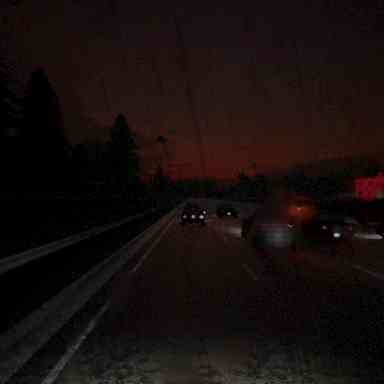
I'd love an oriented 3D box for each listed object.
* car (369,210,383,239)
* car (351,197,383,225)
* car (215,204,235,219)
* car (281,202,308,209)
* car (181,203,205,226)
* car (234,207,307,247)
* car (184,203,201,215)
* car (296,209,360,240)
[{"bbox_3d":[10.592,1.739,15.043,2.033,1.411,5.357,0,-1,0],"label":"car"},{"bbox_3d":[14.087,1.527,24.032,2.150,2.045,5.566,0,-1,0],"label":"car"},{"bbox_3d":[3.580,1.964,34.613,1.812,1.442,4.674,0,-1,0],"label":"car"},{"bbox_3d":[10.582,1.794,34.892,2.097,1.767,4.553,0,-1,0],"label":"car"},{"bbox_3d":[0.085,1.882,26.484,2.033,1.411,5.357,0,-1,0],"label":"car"},{"bbox_3d":[3.591,1.698,16.214,2.128,1.511,4.902,0,-1,0],"label":"car"},{"bbox_3d":[0.077,2.095,42.039,1.994,1.385,4.181,0,-1,0],"label":"car"},{"bbox_3d":[7.089,1.836,18.490,1.895,1.301,4.718,0,-1,0],"label":"car"}]
